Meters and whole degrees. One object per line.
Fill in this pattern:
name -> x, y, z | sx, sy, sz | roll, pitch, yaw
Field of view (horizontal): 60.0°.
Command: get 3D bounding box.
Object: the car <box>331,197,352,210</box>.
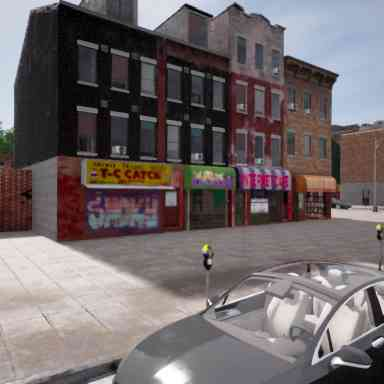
car -> 16.655, 1.383, 39.979 | 1.837, 1.490, 4.892 | 0, 0, -36

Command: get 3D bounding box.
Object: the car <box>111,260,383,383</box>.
car -> 1.290, 1.552, 3.719 | 4.403, 1.369, 2.008 | 0, 0, -35
